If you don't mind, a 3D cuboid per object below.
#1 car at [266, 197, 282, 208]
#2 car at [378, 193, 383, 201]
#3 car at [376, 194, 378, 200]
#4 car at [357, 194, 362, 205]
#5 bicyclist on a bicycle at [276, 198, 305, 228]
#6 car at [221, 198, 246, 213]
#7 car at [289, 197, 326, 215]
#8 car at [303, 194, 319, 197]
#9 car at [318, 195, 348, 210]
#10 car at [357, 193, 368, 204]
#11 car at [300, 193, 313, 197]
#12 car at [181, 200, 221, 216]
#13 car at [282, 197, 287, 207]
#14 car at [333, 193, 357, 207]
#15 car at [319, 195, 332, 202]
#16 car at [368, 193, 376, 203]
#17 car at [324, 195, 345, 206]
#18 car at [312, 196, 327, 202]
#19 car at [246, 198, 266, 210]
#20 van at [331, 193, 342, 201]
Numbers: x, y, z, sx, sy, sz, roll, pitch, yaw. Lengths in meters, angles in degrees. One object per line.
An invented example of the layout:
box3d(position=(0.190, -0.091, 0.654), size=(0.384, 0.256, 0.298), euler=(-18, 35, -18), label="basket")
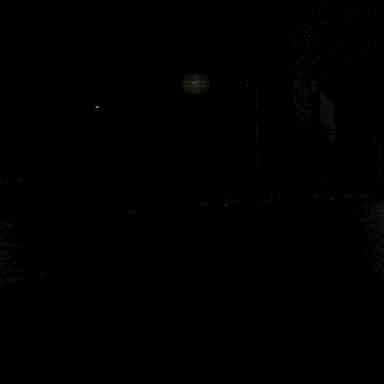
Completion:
box3d(position=(10.179, 1.426, 45.424), size=(1.752, 1.417, 4.829), euler=(0, 0, 35), label="car")
box3d(position=(42.971, 1.358, 77.783), size=(1.802, 1.307, 4.206), euler=(-1, 0, 35), label="car")
box3d(position=(36.645, 1.302, 68.653), size=(1.752, 1.417, 4.829), euler=(-1, 0, 35), label="car")
box3d(position=(23.702, 1.377, 49.973), size=(1.947, 1.339, 4.313), euler=(0, 0, 35), label="car")
box3d(position=(5.385, 1.177, 18.336), size=(1.656, 1.620, 0.582), euler=(-1, 0, 35), label="bicyclist on a bicycle")
box3d(position=(3.852, 1.366, 36.293), size=(1.967, 1.590, 4.097), euler=(0, 0, 35), label="car")
box3d(position=(10.857, 1.424, 31.434), size=(1.947, 1.339, 4.313), euler=(0, 0, 35), label="car")
box3d(position=(17.028, 1.338, 44.846), size=(2.128, 1.511, 4.902), euler=(-1, 0, 34), label="car")
box3d(position=(17.279, 1.377, 40.704), size=(1.887, 1.381, 4.507), euler=(0, 0, 35), label="car")
box3d(position=(26.913, 1.117, 54.609), size=(2.192, 1.841, 5.009), euler=(0, 0, 35), label="car")
box3d(position=(19.911, 1.415, 59.471), size=(1.887, 1.381, 4.507), euler=(0, 0, 35), label="car")
box3d(position=(0.641, 1.524, 31.658), size=(1.802, 1.307, 4.206), euler=(0, 0, 35), label="car")
box3d(position=(13.488, 1.455, 50.200), size=(1.947, 1.339, 4.313), euler=(0, 0, 35), label="car")
box3d(position=(20.490, 1.136, 45.340), size=(2.192, 1.841, 5.009), euler=(0, 0, 35), label="car")
box3d(position=(29.547, 1.426, 73.377), size=(1.802, 1.307, 4.206), euler=(0, 0, 35), label="car")
box3d(position=(33.336, 1.099, 63.880), size=(2.192, 1.841, 5.009), euler=(0, 0, 35), label="car")
box3d(position=(22.914, 1.320, 53.346), size=(2.128, 1.511, 4.902), euler=(-1, 0, 35), label="car")
box3d(position=(26.336, 1.418, 68.743), size=(1.947, 1.339, 4.313), euler=(0, 0, 35), label="car")
box3d(position=(7.065, 1.494, 40.929), size=(1.802, 1.307, 4.206), euler=(0, 0, 35), label="car")
box3d(position=(35.969, 1.185, 82.650), size=(1.690, 1.788, 3.998), euler=(-1, 0, 35), label="van")
